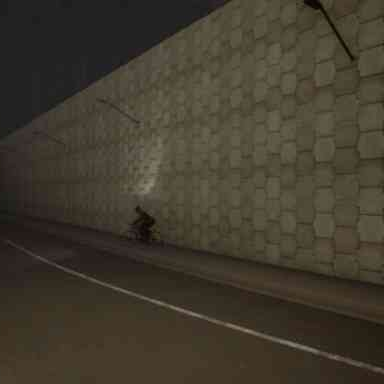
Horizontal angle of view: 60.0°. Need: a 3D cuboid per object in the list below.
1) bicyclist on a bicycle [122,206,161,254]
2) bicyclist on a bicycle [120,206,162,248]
[{"bbox_3d":[-2.110,1.521,13.769,0.582,1.656,1.620,-29,14,-17],"label":"bicyclist on a bicycle"},{"bbox_3d":[-1.954,1.375,12.881,1.656,1.620,0.582,1,5,-10],"label":"bicyclist on a bicycle"}]
